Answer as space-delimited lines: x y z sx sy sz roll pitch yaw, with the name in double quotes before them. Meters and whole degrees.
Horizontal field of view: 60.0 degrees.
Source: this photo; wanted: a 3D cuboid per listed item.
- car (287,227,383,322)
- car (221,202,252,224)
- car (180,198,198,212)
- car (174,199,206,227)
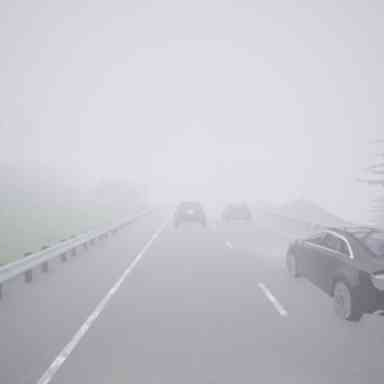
"car" 3.530 1.501 7.251 2.128 1.511 4.902 0 0 0
"car" 3.338 1.532 25.538 2.128 1.511 4.902 0 0 -1
"car" -0.340 1.561 41.319 2.128 1.511 4.902 0 0 -1
"car" -0.139 1.392 23.435 2.097 1.767 4.553 0 0 -1
